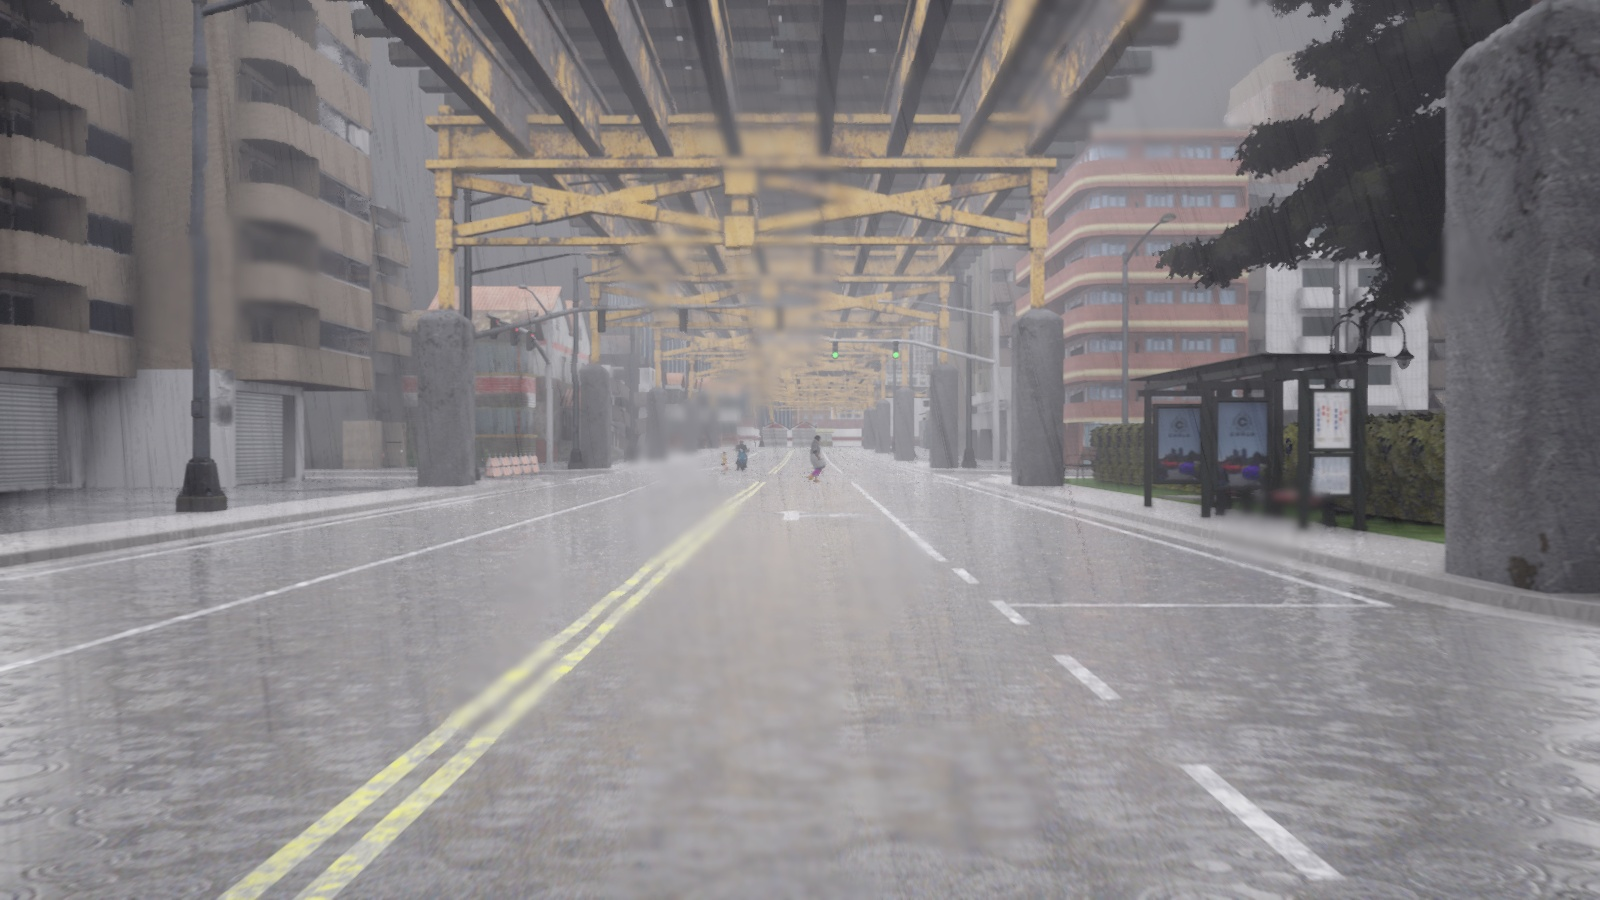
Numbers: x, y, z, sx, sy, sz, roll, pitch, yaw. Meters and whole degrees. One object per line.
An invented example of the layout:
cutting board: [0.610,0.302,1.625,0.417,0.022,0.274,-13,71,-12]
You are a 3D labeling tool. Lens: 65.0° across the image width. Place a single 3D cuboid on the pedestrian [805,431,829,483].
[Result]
pedestrian: [0.645,0.277,47.648,0.873,1.952,0.659,0,0,0]
